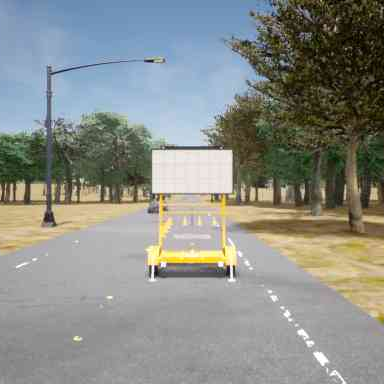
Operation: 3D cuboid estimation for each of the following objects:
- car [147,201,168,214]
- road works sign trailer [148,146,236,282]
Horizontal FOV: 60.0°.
[{"bbox_3d":[-3.599,1.615,35.538,1.994,1.385,4.181,0,0,0],"label":"car"},{"bbox_3d":[0.008,0.468,9.784,2.380,3.560,2.880,0,0,0],"label":"road works sign trailer"}]
